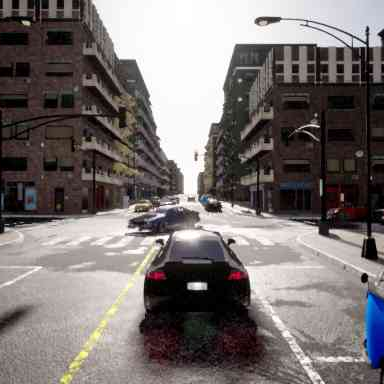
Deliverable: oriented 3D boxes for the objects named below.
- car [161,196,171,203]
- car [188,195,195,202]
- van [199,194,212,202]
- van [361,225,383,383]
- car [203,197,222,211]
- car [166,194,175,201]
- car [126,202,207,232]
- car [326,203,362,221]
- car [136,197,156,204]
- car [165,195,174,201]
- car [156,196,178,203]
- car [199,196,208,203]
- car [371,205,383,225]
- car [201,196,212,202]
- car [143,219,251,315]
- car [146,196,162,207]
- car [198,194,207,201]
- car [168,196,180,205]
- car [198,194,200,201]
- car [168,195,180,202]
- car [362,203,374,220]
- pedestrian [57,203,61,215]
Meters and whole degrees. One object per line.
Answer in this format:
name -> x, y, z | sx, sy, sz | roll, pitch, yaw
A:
car -> -5.800, 1.575, 73.828 | 1.887, 1.381, 4.507 | 1, 0, 0
car -> -0.135, 1.559, 80.516 | 2.128, 1.511, 4.902 | 0, 0, 0
van -> 2.611, 1.363, 56.913 | 1.690, 1.788, 3.998 | 1, 0, 0
van -> 2.671, 1.342, 2.039 | 1.690, 1.788, 3.998 | 1, 0, 0
car -> 2.636, 1.580, 39.986 | 1.947, 1.339, 4.313 | 1, 0, 0
car -> -5.827, 1.481, 90.756 | 1.967, 1.590, 4.097 | 1, 0, 0
car -> -1.503, 1.554, 19.968 | 2.033, 1.411, 5.357 | 0, 0, 33
car -> 13.595, 1.608, 28.189 | 4.097, 1.590, 1.967 | 0, -1, 1
car -> -5.743, 1.539, 39.801 | 1.752, 1.417, 4.829 | 1, 0, 0
car -> -5.819, 1.588, 85.113 | 2.008, 1.369, 4.403 | 1, 0, 0
car -> -3.167, 1.578, 40.966 | 1.994, 1.385, 4.181 | 0, 0, 0
car -> 2.579, 1.612, 73.841 | 1.802, 1.307, 4.206 | 1, 0, 0
car -> 13.505, 1.583, 19.807 | 4.313, 1.339, 1.947 | 0, -1, 1
car -> 2.627, 1.567, 45.628 | 2.008, 1.369, 4.403 | 1, 0, 0
car -> 0.088, 1.566, 7.642 | 1.994, 1.385, 4.181 | 0, 0, 0
car -> -5.761, 1.459, 51.257 | 1.967, 1.590, 4.097 | 1, 0, 0
car -> 2.565, 1.352, 85.126 | 2.192, 1.841, 5.009 | 1, 0, 0
car -> -3.170, 1.501, 60.059 | 1.882, 1.535, 5.008 | 0, 0, 0
car -> 2.589, 1.553, 68.369 | 1.752, 1.417, 4.829 | 1, 0, 0
car -> -3.179, 1.496, 49.683 | 1.882, 1.535, 5.008 | 0, 0, 0
car -> 16.220, 1.641, 25.567 | 4.892, 1.490, 1.837 | 0, -1, 1
pedestrian -> -12.591, 1.597, 31.395 | 0.500, 1.100, 0.500 | 0, -1, 1
